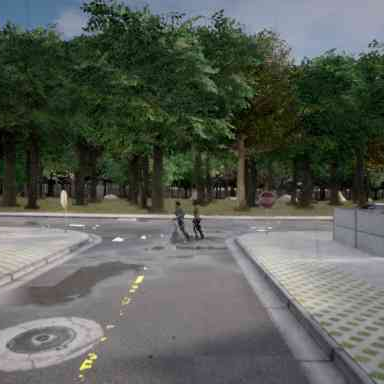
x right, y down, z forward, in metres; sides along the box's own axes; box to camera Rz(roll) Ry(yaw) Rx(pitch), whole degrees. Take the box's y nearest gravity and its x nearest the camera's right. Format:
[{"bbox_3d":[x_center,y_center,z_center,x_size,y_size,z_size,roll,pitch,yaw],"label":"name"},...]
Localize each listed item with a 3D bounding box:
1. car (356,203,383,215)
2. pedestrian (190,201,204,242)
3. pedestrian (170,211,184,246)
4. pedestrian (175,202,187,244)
[{"bbox_3d":[12.906,1.549,23.544,4.674,1.442,1.812,0,1,0],"label":"car"},{"bbox_3d":[0.231,1.286,15.038,0.375,1.860,0.375,-1,1,0],"label":"pedestrian"},{"bbox_3d":[-0.653,1.569,13.696,0.375,1.300,0.375,-1,1,0],"label":"pedestrian"},{"bbox_3d":[-0.533,1.287,14.414,0.375,1.860,0.375,-1,1,0],"label":"pedestrian"}]
